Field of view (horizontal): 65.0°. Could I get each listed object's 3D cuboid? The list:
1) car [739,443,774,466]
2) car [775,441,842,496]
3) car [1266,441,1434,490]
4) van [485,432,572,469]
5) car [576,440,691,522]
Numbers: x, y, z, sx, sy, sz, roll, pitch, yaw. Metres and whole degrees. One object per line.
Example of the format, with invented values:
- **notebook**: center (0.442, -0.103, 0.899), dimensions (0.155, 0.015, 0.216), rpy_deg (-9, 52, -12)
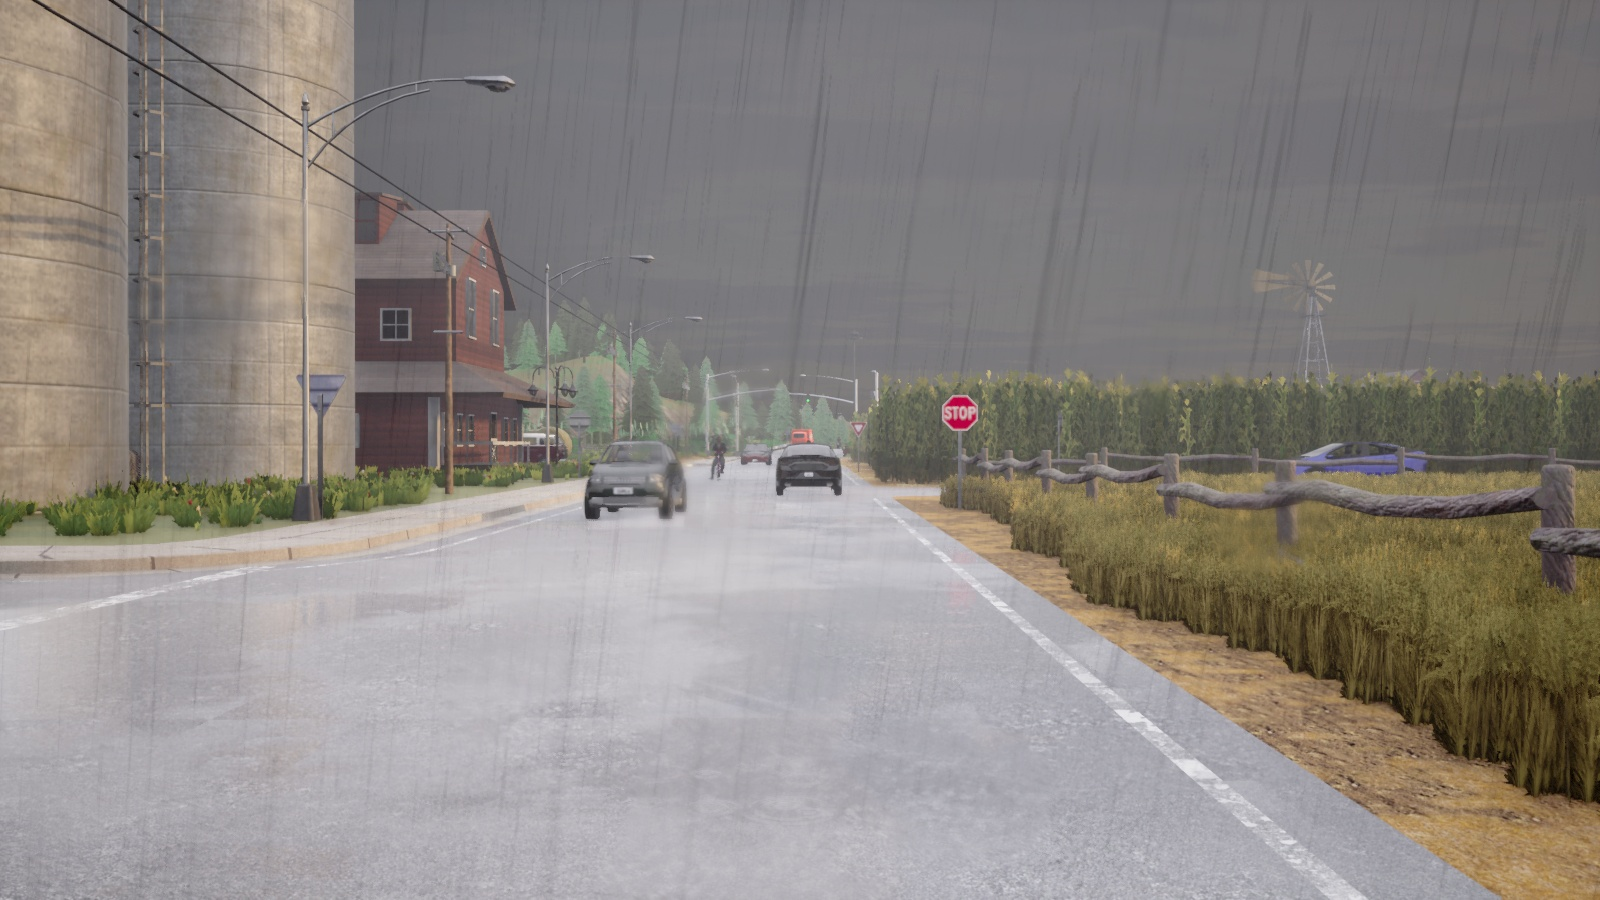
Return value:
- **car**: center (-2.928, 0.265, 84.818), dimensions (2.163, 1.488, 4.792), rpy_deg (0, 0, 0)
- **car**: center (0.262, 0.512, 37.598), dimensions (1.882, 1.535, 5.008), rpy_deg (0, 0, 0)
- **car**: center (17.547, 0.479, 40.215), dimensions (4.514, 1.525, 2.007), rpy_deg (0, 0, 1)
- **van**: center (-15.336, 0.030, 70.979), dimensions (4.480, 2.038, 2.069), rpy_deg (0, 0, 0)
- **car**: center (-3.302, 0.581, 25.546), dimensions (1.789, 1.549, 3.705), rpy_deg (0, 0, 1)
